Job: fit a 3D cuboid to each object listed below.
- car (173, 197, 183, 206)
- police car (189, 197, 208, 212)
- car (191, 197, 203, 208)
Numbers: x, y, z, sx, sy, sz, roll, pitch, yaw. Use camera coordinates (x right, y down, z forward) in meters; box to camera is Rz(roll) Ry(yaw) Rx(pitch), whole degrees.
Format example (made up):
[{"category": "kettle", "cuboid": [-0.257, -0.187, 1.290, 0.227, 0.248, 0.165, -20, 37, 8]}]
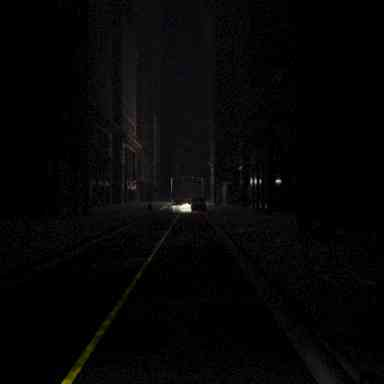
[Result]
[{"category": "car", "cuboid": [-2.962, 2.277, 70.961, 1.837, 1.490, 4.892, 0, -1, 0]}, {"category": "police car", "cuboid": [0.924, 1.898, 45.407, 1.930, 1.638, 5.238, 0, -1, 0]}, {"category": "car", "cuboid": [0.933, 1.889, 61.329, 2.150, 2.045, 5.566, 0, -1, 0]}]
